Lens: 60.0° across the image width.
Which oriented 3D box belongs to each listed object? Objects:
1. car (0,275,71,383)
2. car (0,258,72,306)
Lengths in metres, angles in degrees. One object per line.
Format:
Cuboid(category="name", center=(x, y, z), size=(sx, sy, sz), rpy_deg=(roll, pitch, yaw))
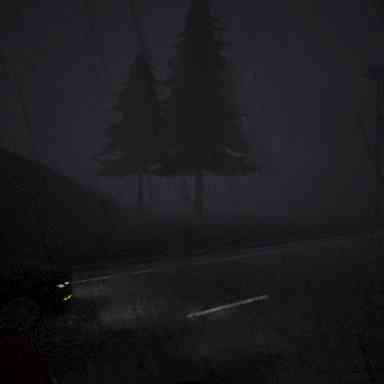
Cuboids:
Cuboid(category="car", center=(-3.079, 1.600, 1.553), size=(4.718, 1.301, 1.895), rpy_deg=(0, 0, -35))
Cuboid(category="car", center=(-4.349, 1.501, 4.944), size=(4.892, 1.490, 1.837), rpy_deg=(0, 0, -35))
